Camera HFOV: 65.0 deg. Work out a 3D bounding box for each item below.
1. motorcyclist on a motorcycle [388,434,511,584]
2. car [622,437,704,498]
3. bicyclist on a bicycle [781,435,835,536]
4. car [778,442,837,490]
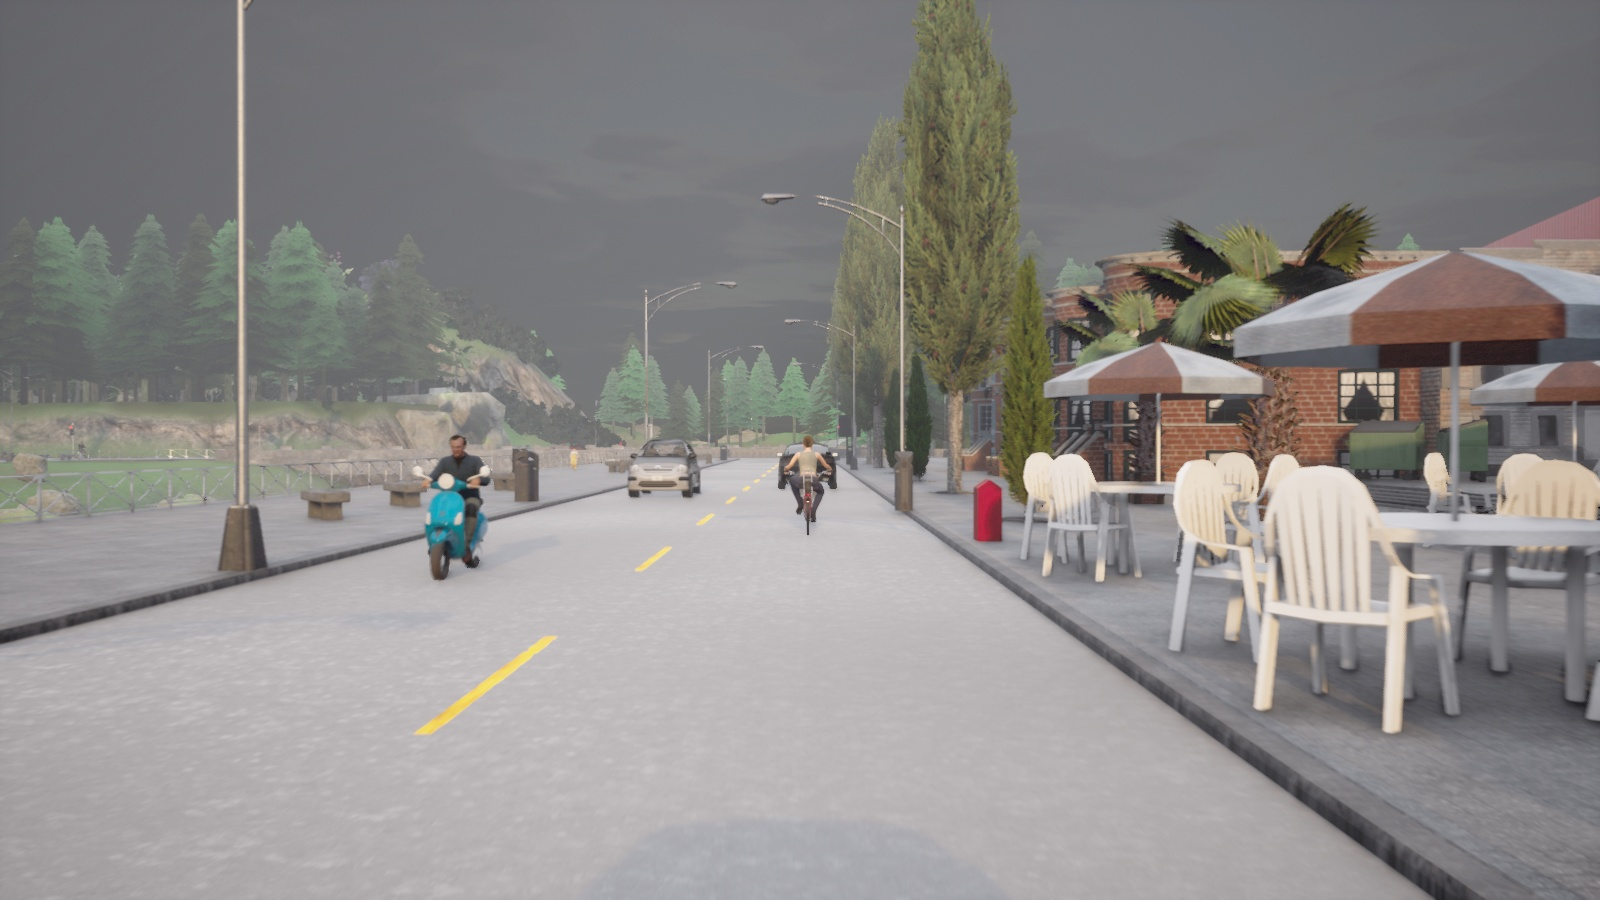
[{"bbox_3d":[-3.905,0.617,14.162,0.866,1.590,1.817,0,0,0],"label":"motorcyclist on a motorcycle"},{"bbox_3d":[-3.788,0.443,35.258,1.851,1.617,3.988,0,0,0],"label":"car"},{"bbox_3d":[0.131,0.566,20.761,0.866,1.612,1.509,0,0,0],"label":"bicyclist on a bicycle"},{"bbox_3d":[0.250,0.486,42.343,1.882,1.535,5.008,0,0,0],"label":"car"}]
